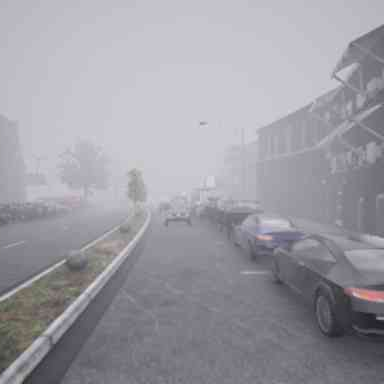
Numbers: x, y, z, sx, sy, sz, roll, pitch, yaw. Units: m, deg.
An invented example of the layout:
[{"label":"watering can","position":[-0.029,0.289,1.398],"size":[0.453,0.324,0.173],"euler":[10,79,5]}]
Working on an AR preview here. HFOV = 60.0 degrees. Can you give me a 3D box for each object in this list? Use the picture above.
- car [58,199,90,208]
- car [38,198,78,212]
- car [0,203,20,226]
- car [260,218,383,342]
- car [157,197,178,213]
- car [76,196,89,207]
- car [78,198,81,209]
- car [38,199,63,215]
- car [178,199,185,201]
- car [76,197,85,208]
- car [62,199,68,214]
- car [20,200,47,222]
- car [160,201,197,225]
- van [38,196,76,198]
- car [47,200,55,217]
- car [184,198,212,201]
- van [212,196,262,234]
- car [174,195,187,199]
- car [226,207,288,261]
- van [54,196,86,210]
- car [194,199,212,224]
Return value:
[{"label":"car","position":[-20.154,1.923,57.134],"size":[4.892,1.521,2.231],"euler":[0,0,-11]},{"label":"car","position":[-16.447,1.775,38.447],"size":[5.366,1.575,1.946],"euler":[0,-1,-9]},{"label":"car","position":[-14.526,1.609,22.047],"size":[4.792,1.488,2.163],"euler":[0,-1,-5]},{"label":"car","position":[2.903,1.491,6.454],"size":[2.002,1.452,4.674],"euler":[0,0,-1]},{"label":"car","position":[-3.184,1.760,41.055],"size":[1.837,1.490,4.892],"euler":[0,-1,-8]},{"label":"car","position":[-18.563,1.622,49.033],"size":[5.566,2.045,2.435],"euler":[0,0,-11]},{"label":"car","position":[-17.534,1.871,43.789],"size":[4.674,1.452,2.002],"euler":[0,-1,-10]},{"label":"car","position":[-15.803,1.750,33.021],"size":[4.792,1.488,2.163],"euler":[0,-1,-8]},{"label":"car","position":[-0.497,1.853,42.249],"size":[1.895,1.301,4.718],"euler":[0,-1,-9]},{"label":"car","position":[-17.981,1.882,46.366],"size":[4.792,1.488,2.163],"euler":[0,0,-10]},{"label":"car","position":[-16.220,1.791,35.721],"size":[4.674,1.452,2.002],"euler":[0,-1,-8]},{"label":"car","position":[-15.138,1.655,27.602],"size":[4.892,1.521,2.231],"euler":[0,-1,-6]},{"label":"car","position":[-1.125,1.619,24.421],"size":[2.033,1.411,5.357],"euler":[0,-1,-5]},{"label":"van","position":[-17.188,1.581,41.098],"size":[4.442,1.987,1.878],"euler":[0,0,-9]},{"label":"car","position":[-15.503,1.718,30.309],"size":[4.792,1.488,2.163],"euler":[0,-1,-7]},{"label":"car","position":[0.779,1.651,34.065],"size":[2.097,1.535,5.008],"euler":[0,-1,-7]},{"label":"van","position":[2.389,1.254,17.657],"size":[1.878,1.987,4.442],"euler":[0,0,-3]},{"label":"car","position":[-1.952,1.549,50.739],"size":[2.150,2.045,5.566],"euler":[0,0,-11]},{"label":"car","position":[2.690,1.494,11.993],"size":[2.002,1.452,4.674],"euler":[0,0,-2]},{"label":"van","position":[-18.965,1.664,51.753],"size":[4.442,1.987,1.878],"euler":[0,0,-11]},{"label":"car","position":[1.430,1.620,28.611],"size":[2.163,1.488,4.792],"euler":[0,-1,-5]}]
